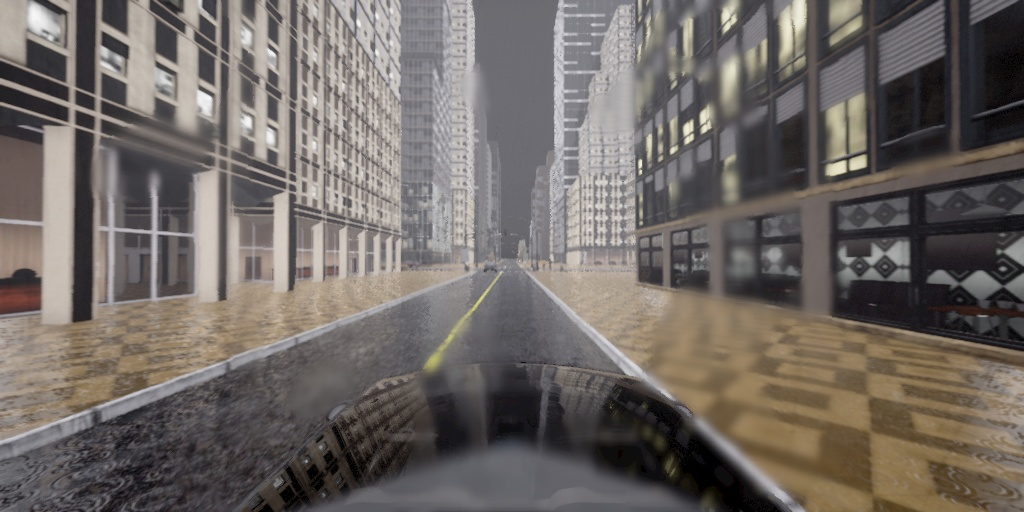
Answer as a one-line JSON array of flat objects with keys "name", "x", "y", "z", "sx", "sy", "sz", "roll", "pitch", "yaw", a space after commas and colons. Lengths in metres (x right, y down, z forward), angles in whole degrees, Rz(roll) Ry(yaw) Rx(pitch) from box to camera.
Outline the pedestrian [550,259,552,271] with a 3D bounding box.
[{"name": "pedestrian", "x": 5.626, "y": 1.286, "z": 52.349, "sx": 0.375, "sy": 1.860, "sz": 0.375, "roll": 0, "pitch": -1, "yaw": 0}]

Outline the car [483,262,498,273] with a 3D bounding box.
[{"name": "car", "x": -3.012, "y": 1.598, "z": 51.096, "sx": 2.033, "sy": 1.411, "sz": 5.357, "roll": 0, "pitch": 0, "yaw": 0}]

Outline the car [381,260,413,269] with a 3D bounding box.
[{"name": "car", "x": -18.910, "y": 1.505, "z": 57.370, "sx": 4.829, "sy": 1.417, "sz": 1.751, "roll": 0, "pitch": 0, "yaw": -1}]

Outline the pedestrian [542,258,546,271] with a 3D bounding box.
[{"name": "pedestrian", "x": 4.625, "y": 1.225, "z": 51.749, "sx": 0.375, "sy": 1.860, "sz": 0.375, "roll": 0, "pitch": -1, "yaw": 0}]
